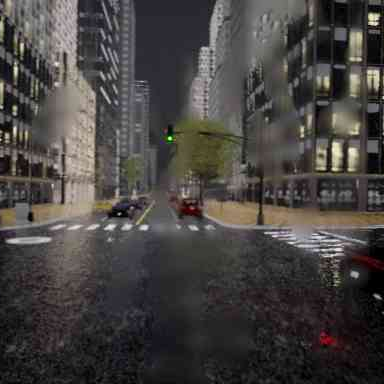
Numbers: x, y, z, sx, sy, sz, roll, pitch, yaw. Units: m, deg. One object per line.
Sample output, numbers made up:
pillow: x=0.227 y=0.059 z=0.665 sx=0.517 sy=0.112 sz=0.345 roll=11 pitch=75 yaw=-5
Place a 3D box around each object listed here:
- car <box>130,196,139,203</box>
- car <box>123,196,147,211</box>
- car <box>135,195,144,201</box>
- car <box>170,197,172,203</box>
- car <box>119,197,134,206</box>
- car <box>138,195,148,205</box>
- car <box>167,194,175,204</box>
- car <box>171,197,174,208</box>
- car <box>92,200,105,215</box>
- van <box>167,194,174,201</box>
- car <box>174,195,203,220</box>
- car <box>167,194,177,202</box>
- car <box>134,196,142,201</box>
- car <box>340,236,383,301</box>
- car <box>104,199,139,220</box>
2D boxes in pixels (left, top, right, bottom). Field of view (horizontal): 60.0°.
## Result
car: x=-12.634 y=1.557 z=73.353 sx=1.752 sy=1.417 sz=4.829 roll=0 pitch=0 yaw=-5
car: x=-7.159 y=1.575 z=42.044 sx=2.033 sy=1.411 sz=5.357 roll=1 pitch=0 yaw=-5
car: x=-14.189 y=1.603 z=90.367 sx=2.008 sy=1.369 sz=4.403 roll=0 pitch=0 yaw=-5
car: x=-1.742 y=1.710 z=46.218 sx=1.802 sy=1.307 sz=4.206 roll=0 pitch=0 yaw=-5
car: x=-11.111 y=1.574 z=56.678 sx=1.947 sy=1.339 sz=4.313 roll=0 pitch=0 yaw=-5
car: x=-8.487 y=1.578 z=57.121 sx=1.812 sy=1.442 sz=4.674 roll=1 pitch=0 yaw=-5
car: x=-3.792 y=1.477 z=68.687 sx=2.192 sy=1.841 sz=5.009 roll=0 pitch=0 yaw=-5
car: x=-1.244 y=1.644 z=40.770 sx=1.752 sy=1.417 sz=4.829 roll=0 pitch=0 yaw=-5
car: x=-9.045 y=1.496 z=34.049 sx=1.752 sy=1.417 sz=4.829 roll=0 pitch=0 yaw=-5
van: x=-5.844 y=1.531 z=91.155 sx=1.690 sy=1.788 sz=3.998 roll=0 pitch=0 yaw=-5
car: x=-0.201 y=1.413 z=29.368 sx=2.192 sy=1.841 sz=5.009 roll=0 pitch=0 yaw=-5
car: x=-4.818 y=1.491 z=79.921 sx=2.192 sy=1.841 sz=5.009 roll=0 pitch=0 yaw=-5
car: x=-13.675 y=1.628 z=84.752 sx=1.802 sy=1.307 sz=4.206 roll=0 pitch=0 yaw=-5
car: x=5.834 y=1.537 z=7.195 sx=5.008 sy=1.535 sz=1.882 roll=-1 pitch=0 yaw=-6
car: x=-5.929 y=1.566 z=28.407 sx=1.994 sy=1.385 sz=4.181 roll=1 pitch=0 yaw=-4
